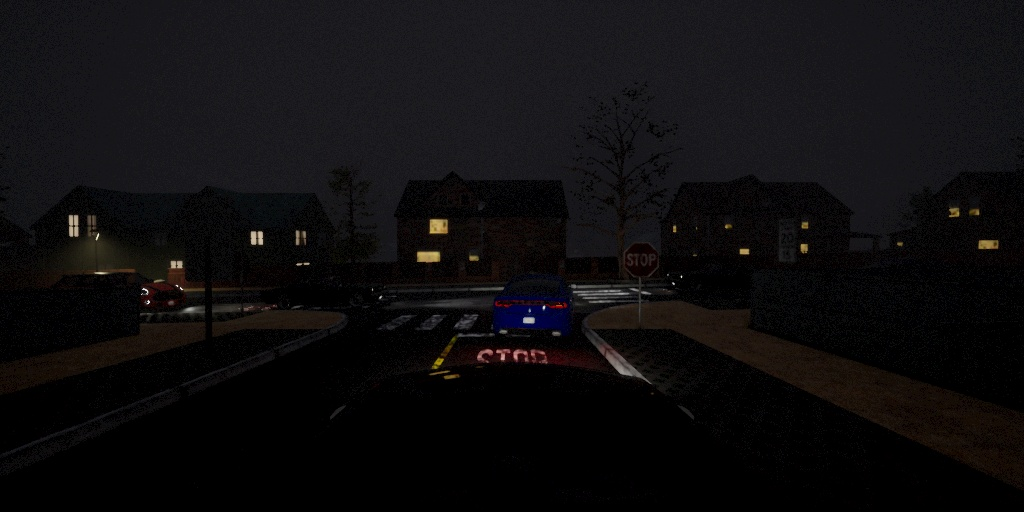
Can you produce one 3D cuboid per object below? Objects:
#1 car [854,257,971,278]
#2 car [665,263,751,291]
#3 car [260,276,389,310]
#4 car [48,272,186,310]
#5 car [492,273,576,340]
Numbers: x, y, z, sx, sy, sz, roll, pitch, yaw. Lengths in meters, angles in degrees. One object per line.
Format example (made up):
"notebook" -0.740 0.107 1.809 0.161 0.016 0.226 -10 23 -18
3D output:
"car" 20.042 0.753 18.300 5.357 1.411 2.033 -1 1 0
"car" 10.396 1.034 18.256 4.718 1.301 1.895 -1 1 -1
"car" -7.823 1.506 15.314 4.718 1.301 1.895 -1 1 0
"car" -16.811 1.471 15.298 4.553 1.767 2.097 -1 1 0
"car" 0.779 1.226 10.113 1.882 1.535 5.008 0 0 10
